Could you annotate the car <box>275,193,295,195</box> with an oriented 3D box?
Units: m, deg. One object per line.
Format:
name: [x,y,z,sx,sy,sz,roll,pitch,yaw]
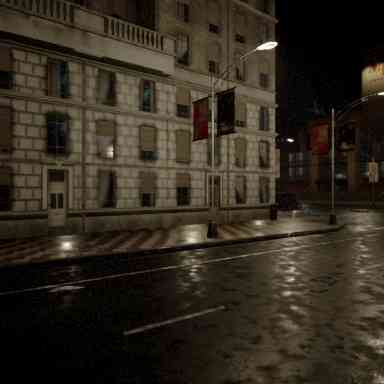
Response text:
car: [15.440,1.221,57.491,2.150,2.045,5.566,0,0,-37]

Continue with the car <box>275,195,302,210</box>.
car: [11.815,1.526,42.745,1.812,1.442,4.674,0,0,-36]

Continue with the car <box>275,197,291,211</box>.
car: [9.189,1.601,40.409,1.895,1.301,4.718,0,0,-36]
